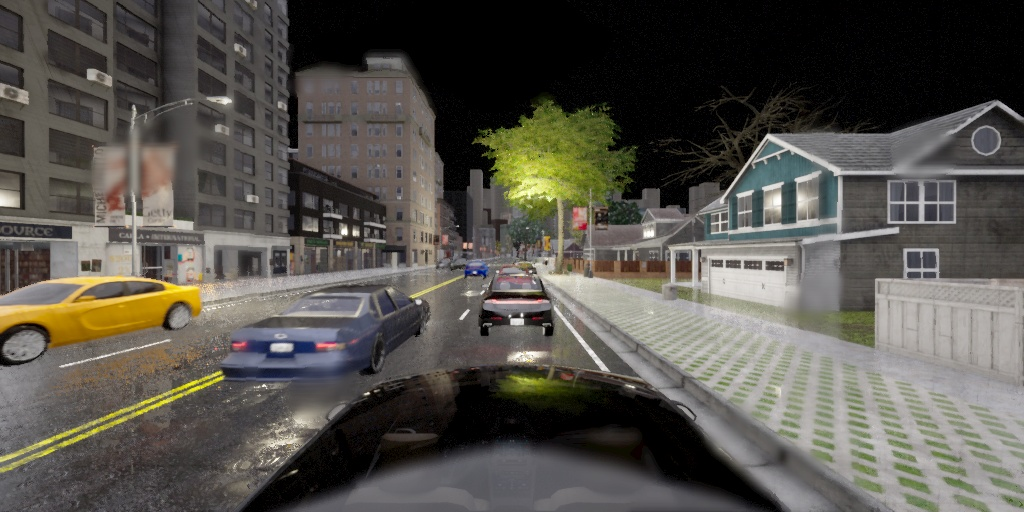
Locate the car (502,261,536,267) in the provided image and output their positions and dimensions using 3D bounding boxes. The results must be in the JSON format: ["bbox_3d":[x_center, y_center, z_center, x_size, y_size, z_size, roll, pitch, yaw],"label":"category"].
[{"bbox_3d":[0.122,1.219,19.849,1.882,1.535,5.008,0,0,0],"label":"car"}]

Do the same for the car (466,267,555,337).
[{"bbox_3d":[0.113,1.239,10.346,2.128,1.511,4.902,0,0,0],"label":"car"}]

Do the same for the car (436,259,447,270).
[{"bbox_3d":[-9.784,1.190,52.157,2.128,1.511,4.902,0,0,1],"label":"car"}]

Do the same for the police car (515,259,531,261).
[{"bbox_3d":[1.008,1.156,29.578,1.930,1.638,5.238,0,0,0],"label":"police car"}]

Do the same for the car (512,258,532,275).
[{"bbox_3d":[1.019,1.069,39.439,2.097,1.767,4.553,0,0,0],"label":"car"}]

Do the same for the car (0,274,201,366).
[{"bbox_3d":[-9.841,1.226,8.183,1.882,1.535,5.008,0,0,0],"label":"car"}]

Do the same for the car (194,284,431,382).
[{"bbox_3d":[-3.142,1.296,7.406,2.033,1.411,5.357,0,0,0],"label":"car"}]

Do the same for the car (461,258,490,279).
[{"bbox_3d":[-3.115,1.204,32.365,1.882,1.535,5.008,0,0,0],"label":"car"}]

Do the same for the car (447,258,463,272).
[{"bbox_3d":[-6.548,1.061,45.773,2.097,1.767,4.553,0,0,0],"label":"car"}]
